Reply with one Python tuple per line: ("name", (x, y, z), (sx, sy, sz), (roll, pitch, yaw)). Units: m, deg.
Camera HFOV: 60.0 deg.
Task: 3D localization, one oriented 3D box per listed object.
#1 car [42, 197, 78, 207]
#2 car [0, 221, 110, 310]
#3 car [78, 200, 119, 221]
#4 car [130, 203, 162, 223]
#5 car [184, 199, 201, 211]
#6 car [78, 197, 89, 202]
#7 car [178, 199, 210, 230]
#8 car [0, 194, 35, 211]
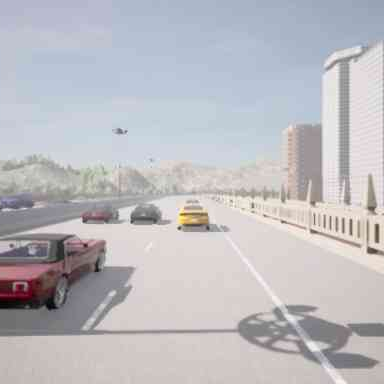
("car", (-14.070, 1.493, 34.962), (1.837, 1.490, 4.892), (0, -1, 0))
("car", (-3.402, 1.592, 7.711), (1.895, 1.301, 4.718), (0, 0, 0))
("car", (-6.905, 1.550, 25.470), (1.994, 1.385, 4.181), (0, 0, 0))
("car", (-3.406, 1.550, 25.217), (1.994, 1.385, 4.181), (0, 0, 0))
("car", (0.091, 1.549, 40.893), (1.994, 1.385, 4.181), (0, 0, 0))
("car", (-17.515, 1.513, 52.644), (1.812, 1.442, 4.674), (0, 0, 0))
("car", (0.095, 1.464, 21.199), (1.882, 1.535, 5.008), (0, 0, 0))
("car", (-21.044, 1.208, 40.053), (2.150, 2.045, 5.566), (0, 0, 1))
